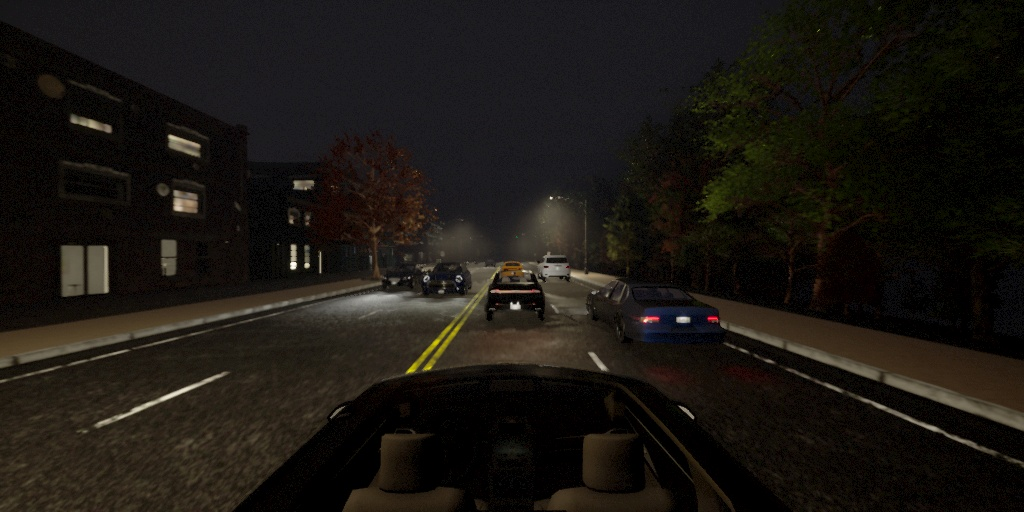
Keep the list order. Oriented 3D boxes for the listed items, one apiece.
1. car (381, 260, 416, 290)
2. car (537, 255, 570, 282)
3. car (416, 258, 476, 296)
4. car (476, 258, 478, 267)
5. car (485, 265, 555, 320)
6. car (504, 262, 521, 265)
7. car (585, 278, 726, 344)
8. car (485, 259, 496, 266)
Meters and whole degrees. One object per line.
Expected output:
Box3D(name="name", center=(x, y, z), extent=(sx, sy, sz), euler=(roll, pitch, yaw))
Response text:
Box3D(name="car", center=(-6.616, 1.237, 22.546), extent=(2.128, 1.511, 4.902), euler=(0, 0, 0))
Box3D(name="car", center=(3.299, 0.965, 28.961), extent=(2.150, 2.045, 5.566), euler=(0, 0, -1))
Box3D(name="car", center=(-3.361, 1.098, 19.241), extent=(2.097, 1.767, 4.553), euler=(0, 0, 0))
Box3D(name="car", center=(-7.113, 1.047, 64.478), extent=(1.837, 1.490, 4.892), euler=(0, 0, -1))
Box3D(name="car", center=(0.098, 1.239, 12.682), extent=(2.128, 1.511, 4.902), euler=(0, 0, 0))
Box3D(name="car", center=(0.020, 1.221, 31.087), extent=(1.882, 1.535, 5.008), euler=(0, 0, -1))
Box3D(name="car", center=(3.348, 1.296, 9.524), extent=(2.033, 1.411, 5.357), euler=(0, 0, 0))
Box3D(name="car", center=(-3.864, 1.308, 64.533), extent=(2.033, 1.411, 5.357), euler=(0, 0, -1))
